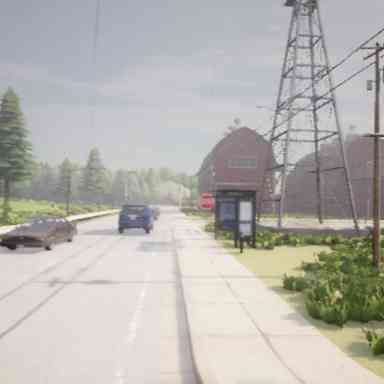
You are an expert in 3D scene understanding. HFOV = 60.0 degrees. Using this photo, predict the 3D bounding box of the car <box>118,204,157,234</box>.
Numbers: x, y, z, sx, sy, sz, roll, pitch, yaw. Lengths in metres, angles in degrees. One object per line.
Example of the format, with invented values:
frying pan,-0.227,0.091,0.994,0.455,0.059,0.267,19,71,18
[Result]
car,-4.002,1.871,24.249,2.150,2.045,5.566,1,-2,-3

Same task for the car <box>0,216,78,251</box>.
car,-7.084,1.877,16.108,2.033,1.411,5.357,1,-2,-3

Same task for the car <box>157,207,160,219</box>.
car,-5.118,2.656,39.792,1.994,1.385,4.181,1,-2,-4

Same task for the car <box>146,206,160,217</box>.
car,-5.948,2.939,51.084,1.812,1.442,4.674,1,-2,-4
